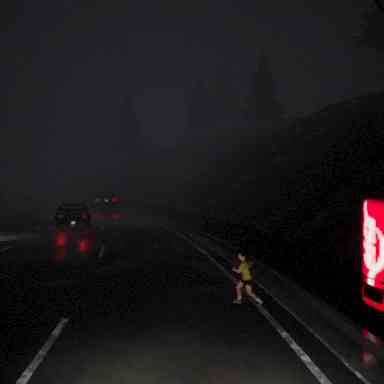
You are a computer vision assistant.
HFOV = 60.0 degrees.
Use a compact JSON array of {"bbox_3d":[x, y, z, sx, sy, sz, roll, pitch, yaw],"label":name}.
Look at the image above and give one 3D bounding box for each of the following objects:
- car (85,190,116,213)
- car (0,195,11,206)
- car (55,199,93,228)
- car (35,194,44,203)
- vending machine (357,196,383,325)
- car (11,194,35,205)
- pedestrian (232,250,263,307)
[{"bbox_3d":[-8.986,0.855,32.228,2.150,2.045,5.566,0,1,-29],"label":"car"},{"bbox_3d":[-24.722,1.018,41.568,2.128,1.511,4.902,0,0,-40],"label":"car"},{"bbox_3d":[-7.407,1.366,20.585,1.895,1.301,4.718,0,1,-20],"label":"car"},{"bbox_3d":[-25.005,1.011,51.903,4.718,1.301,1.895,1,1,42],"label":"car"},{"bbox_3d":[3.675,1.127,5.806,1.100,2.100,0.880,0,1,-6],"label":"vending machine"},{"bbox_3d":[-24.370,1.070,46.700,4.718,1.301,1.895,1,1,43],"label":"car"},{"bbox_3d":[1.029,1.600,6.303,0.500,1.100,0.500,0,1,-7],"label":"pedestrian"}]
